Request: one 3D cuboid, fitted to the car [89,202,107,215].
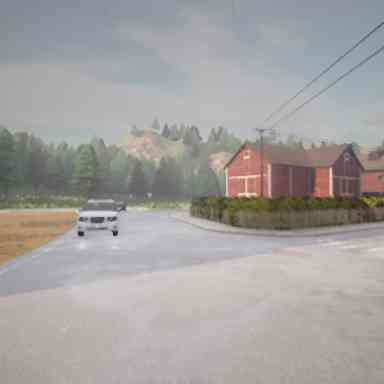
[{"bbox_3d":[-11.615,1.991,41.023,1.837,1.490,4.892,0,-1,-20],"label":"car"}]

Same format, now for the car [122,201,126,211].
[{"bbox_3d":[-11.355,2.090,50.607,1.882,1.535,5.008,0,-1,-24],"label":"car"}]

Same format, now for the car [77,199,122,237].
[{"bbox_3d":[-5.512,1.466,20.142,2.150,2.045,5.566,0,-1,-12],"label":"car"}]
